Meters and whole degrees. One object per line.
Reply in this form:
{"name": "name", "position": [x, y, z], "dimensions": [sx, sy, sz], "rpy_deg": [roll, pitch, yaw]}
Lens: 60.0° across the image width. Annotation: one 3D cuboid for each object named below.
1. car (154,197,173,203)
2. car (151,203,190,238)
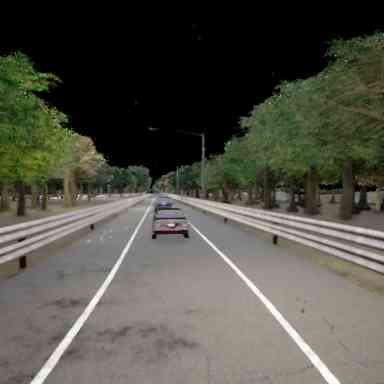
{"name": "car", "position": [-3.300, 1.346, 38.389], "dimensions": [2.097, 1.767, 4.553], "rpy_deg": [0, 0, -6]}
{"name": "car", "position": [-1.192, 1.549, 17.664], "dimensions": [2.033, 1.411, 5.357], "rpy_deg": [0, 0, -6]}
